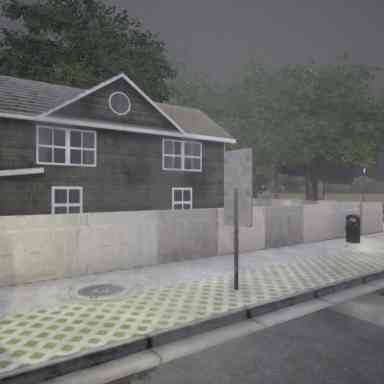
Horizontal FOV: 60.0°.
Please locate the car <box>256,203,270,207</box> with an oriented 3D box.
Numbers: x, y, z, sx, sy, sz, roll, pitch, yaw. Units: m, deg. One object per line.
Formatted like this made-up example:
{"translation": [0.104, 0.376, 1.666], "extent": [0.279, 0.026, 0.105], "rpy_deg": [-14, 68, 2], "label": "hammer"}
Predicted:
{"translation": [7.936, 1.460, 31.161], "extent": [2.128, 1.511, 4.902], "rpy_deg": [0, 0, -35], "label": "car"}
